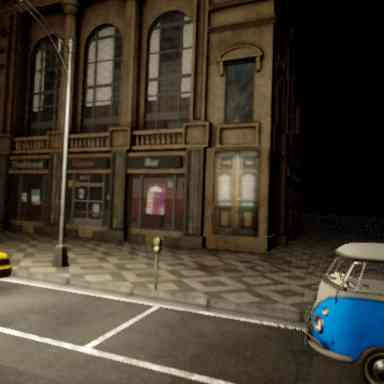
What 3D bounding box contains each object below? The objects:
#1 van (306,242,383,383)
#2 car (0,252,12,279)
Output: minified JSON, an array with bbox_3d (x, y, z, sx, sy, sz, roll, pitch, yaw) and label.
[{"bbox_3d":[3.680,1.655,4.309,3.998,1.788,1.690,1,-2,22],"label":"van"},{"bbox_3d":[-6.901,1.612,8.574,4.829,1.417,1.752,1,-2,22],"label":"car"}]
